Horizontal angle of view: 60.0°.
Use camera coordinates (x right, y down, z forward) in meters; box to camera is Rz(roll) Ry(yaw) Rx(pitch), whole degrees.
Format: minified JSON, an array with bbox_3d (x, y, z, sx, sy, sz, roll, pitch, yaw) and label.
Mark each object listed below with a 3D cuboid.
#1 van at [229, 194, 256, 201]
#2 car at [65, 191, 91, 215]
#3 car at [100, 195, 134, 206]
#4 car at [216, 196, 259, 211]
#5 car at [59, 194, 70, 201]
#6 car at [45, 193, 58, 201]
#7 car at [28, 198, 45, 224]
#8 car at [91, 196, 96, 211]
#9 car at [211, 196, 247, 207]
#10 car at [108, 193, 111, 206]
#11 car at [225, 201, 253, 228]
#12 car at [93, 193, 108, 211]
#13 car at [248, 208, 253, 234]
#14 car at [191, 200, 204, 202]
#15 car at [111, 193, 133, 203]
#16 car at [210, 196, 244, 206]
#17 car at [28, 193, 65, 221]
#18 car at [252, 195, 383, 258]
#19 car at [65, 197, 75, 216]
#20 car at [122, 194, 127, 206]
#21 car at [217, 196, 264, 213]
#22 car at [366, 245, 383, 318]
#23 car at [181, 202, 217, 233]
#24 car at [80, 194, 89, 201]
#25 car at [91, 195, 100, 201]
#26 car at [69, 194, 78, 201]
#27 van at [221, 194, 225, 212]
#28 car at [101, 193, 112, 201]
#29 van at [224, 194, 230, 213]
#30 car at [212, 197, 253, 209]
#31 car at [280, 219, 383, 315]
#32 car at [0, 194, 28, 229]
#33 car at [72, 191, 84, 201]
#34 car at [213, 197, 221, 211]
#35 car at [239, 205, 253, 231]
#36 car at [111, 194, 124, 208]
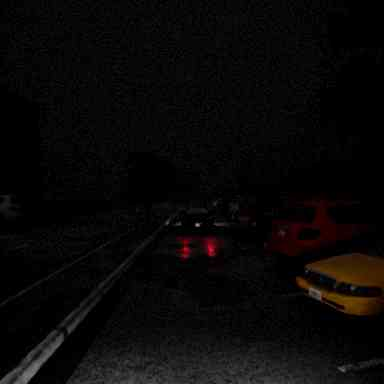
[{"bbox_3d":[4.979,1.251,21.627,4.442,1.987,1.878,1,0,-19],"label":"van"},{"bbox_3d":[-12.923,1.203,31.851,5.566,2.045,2.435,-1,0,-19],"label":"car"},{"bbox_3d":[-12.662,1.422,55.880,5.366,1.575,1.946,-1,1,-19],"label":"car"},{"bbox_3d":[5.398,1.346,39.535,4.553,1.767,2.185,1,0,-19],"label":"car"},{"bbox_3d":[-27.884,1.151,72.821,2.002,1.452,4.674,1,-1,-18],"label":"car"},{"bbox_3d":[-30.840,1.113,72.905,2.231,1.521,4.892,0,-1,-18],"label":"car"},{"bbox_3d":[-13.094,1.456,22.822,5.008,1.535,2.097,-1,0,-19],"label":"car"},{"bbox_3d":[-12.868,1.483,34.855,4.792,1.488,2.163,-1,0,-19],"label":"car"},{"bbox_3d":[5.531,1.468,49.703,4.892,1.521,2.231,1,0,-19],"label":"car"},{"bbox_3d":[-12.758,1.327,40.860,4.553,1.767,2.185,-1,0,-19],"label":"car"},{"bbox_3d":[4.862,1.474,18.630,5.366,1.575,1.946,1,0,-19],"label":"car"},{"bbox_3d":[-12.822,1.202,37.864,5.566,2.045,2.435,-1,0,-19],"label":"car"},{"bbox_3d":[4.921,1.511,12.729,4.792,1.488,2.163,1,0,-19],"label":"car"},{"bbox_3d":[0.638,1.587,39.677,1.895,1.301,4.718,0,0,1],"label":"car"},{"bbox_3d":[-12.574,1.187,52.903,5.566,2.045,2.435,-1,0,-19],"label":"car"},{"bbox_3d":[5.601,1.466,53.097,4.892,1.521,2.231,1,0,-19],"label":"car"},{"bbox_3d":[-13.070,1.205,25.812,5.566,2.045,2.435,-1,0,-19],"label":"car"},{"bbox_3d":[4.934,1.232,9.780,5.566,2.045,2.435,1,0,-19],"label":"car"},{"bbox_3d":[-12.966,1.484,28.844,4.792,1.488,2.163,-1,0,-19],"label":"car"},{"bbox_3d":[-12.608,1.488,49.903,4.674,1.452,2.002,-1,0,-19],"label":"car"},{"bbox_3d":[5.287,1.346,36.545,4.553,1.767,2.185,1,0,-19],"label":"car"},{"bbox_3d":[4.837,1.486,3.827,4.892,1.521,2.231,1,0,-19],"label":"car"},{"bbox_3d":[0.327,1.519,19.655,1.812,1.442,4.674,0,0,1],"label":"car"},{"bbox_3d":[-29.014,1.492,89.779,2.185,1.767,4.553,1,-3,-18],"label":"car"},{"bbox_3d":[-26.000,1.619,89.720,2.231,1.521,4.892,1,-3,-18],"label":"car"},{"bbox_3d":[-32.049,1.495,89.930,2.185,1.767,4.553,1,-3,-18],"label":"car"},{"bbox_3d":[5.068,1.248,27.582,4.442,1.987,1.878,1,0,-19],"label":"van"},{"bbox_3d":[-22.996,1.367,89.656,2.435,2.045,5.566,1,-3,-18],"label":"car"},{"bbox_3d":[5.023,1.250,24.605,4.442,1.987,1.878,1,0,-19],"label":"van"},{"bbox_3d":[5.653,1.468,46.376,5.366,1.575,1.946,1,0,-19],"label":"car"},{"bbox_3d":[4.696,1.479,6.730,5.366,1.575,1.946,1,0,-19],"label":"car"},{"bbox_3d":[-13.168,1.206,19.804,5.566,2.045,2.435,-1,0,-19],"label":"car"},{"bbox_3d":[-24.910,0.859,72.714,2.435,2.045,5.566,1,-1,-18],"label":"car"},{"bbox_3d":[5.251,1.224,30.611,5.566,2.045,2.435,1,0,-19],"label":"car"},{"bbox_3d":[5.019,1.510,15.731,4.792,1.488,2.163,1,0,-19],"label":"car"},{"bbox_3d":[-12.674,1.451,46.878,5.008,1.535,2.097,-1,0,-19],"label":"car"}]
